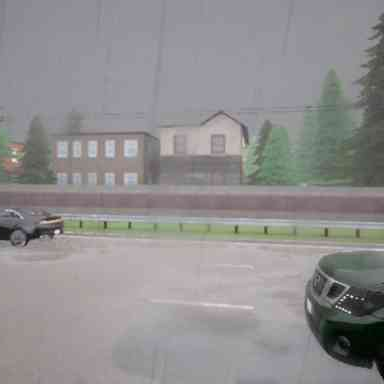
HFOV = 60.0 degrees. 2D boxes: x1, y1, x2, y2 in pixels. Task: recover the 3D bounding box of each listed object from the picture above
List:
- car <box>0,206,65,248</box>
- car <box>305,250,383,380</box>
[{"bbox_3d":[-7.671,1.329,13.572,4.902,1.511,2.128,1,0,11],"label":"car"},{"bbox_3d":[4.344,1.246,4.067,5.566,2.045,2.150,0,0,11],"label":"car"}]
